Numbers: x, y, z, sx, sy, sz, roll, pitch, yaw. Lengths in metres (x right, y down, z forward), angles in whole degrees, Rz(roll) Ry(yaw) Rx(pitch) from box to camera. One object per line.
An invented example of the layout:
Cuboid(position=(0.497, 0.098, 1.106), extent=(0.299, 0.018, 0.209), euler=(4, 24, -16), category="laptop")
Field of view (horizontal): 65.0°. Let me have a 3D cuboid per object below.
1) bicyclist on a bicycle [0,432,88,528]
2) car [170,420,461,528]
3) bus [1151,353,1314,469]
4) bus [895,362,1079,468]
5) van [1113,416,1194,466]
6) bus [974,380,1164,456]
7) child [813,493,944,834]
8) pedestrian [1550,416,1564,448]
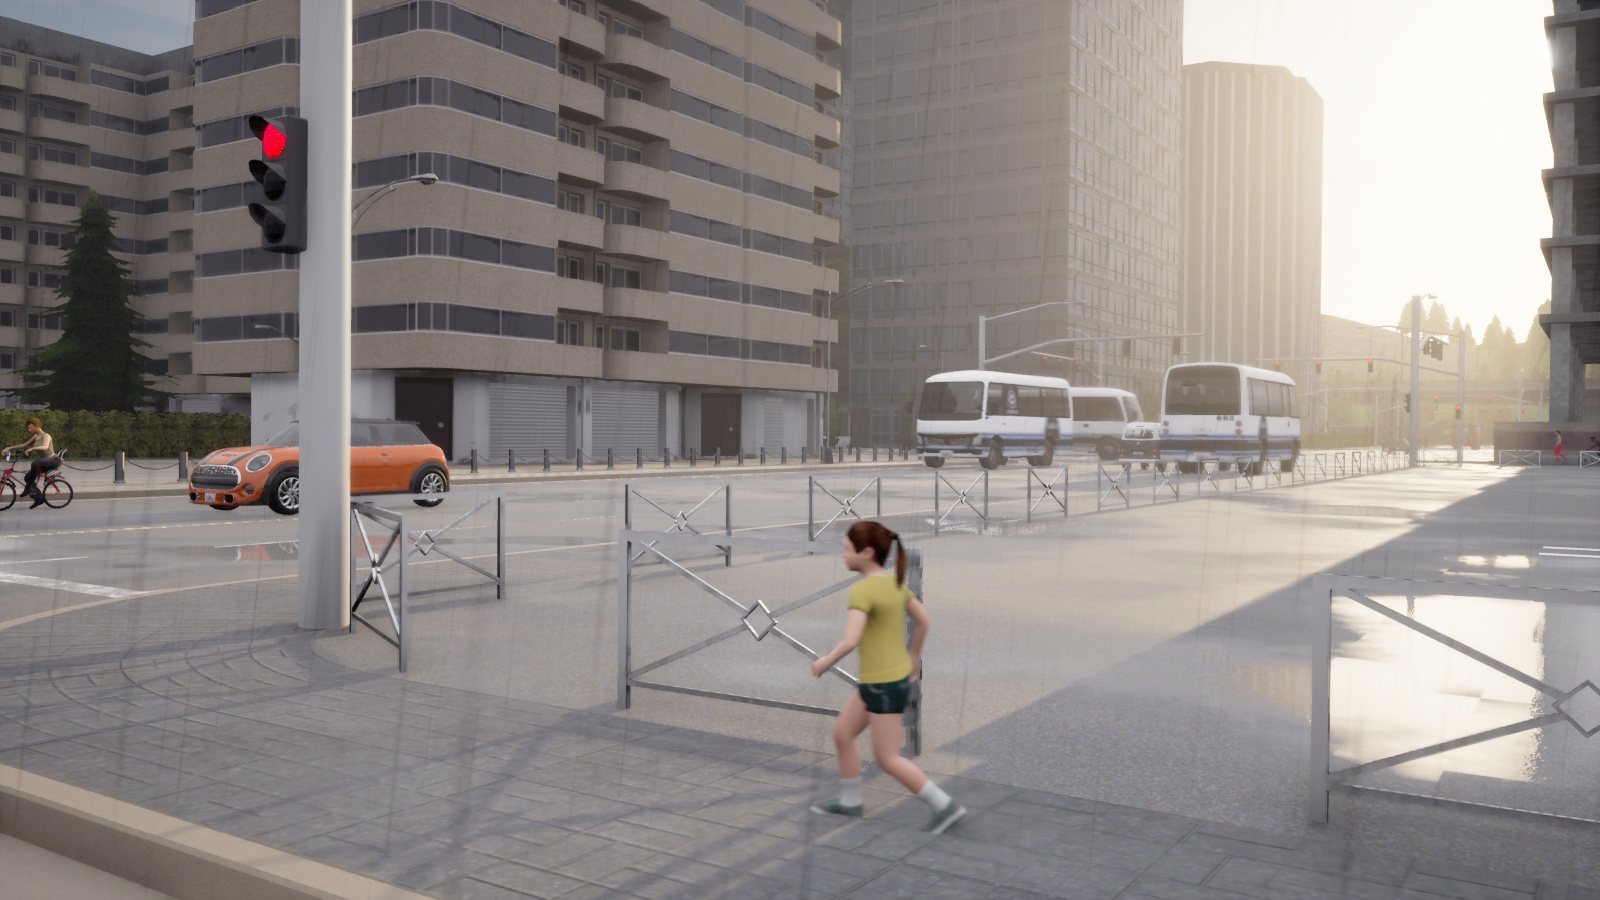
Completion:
Cuboid(position=(-13.460, 0.490, 21.949), extent=(0.866, 1.612, 1.509), euler=(0, 1, 33), category="bicyclist on a bicycle")
Cuboid(position=(-8.683, 0.356, 22.910), extent=(2.097, 1.767, 4.553), euler=(0, 1, 33), category="car")
Cuboid(position=(17.821, -1.504, 51.114), extent=(3.944, 4.253, 10.273), euler=(0, 1, 33), category="bus")
Cuboid(position=(8.566, -1.488, 56.019), extent=(3.944, 4.253, 10.273), euler=(0, 1, 35), category="bus")
Cuboid(position=(15.001, -0.407, 53.198), extent=(2.069, 2.038, 4.480), euler=(0, 1, 33), category="van")
Cuboid(position=(15.845, -1.847, 74.437), extent=(10.273, 4.253, 3.944), euler=(0, 1, 32), category="bus")
Cuboid(position=(0.272, 0.709, 4.301), extent=(0.394, 1.110, 0.255), euler=(0, 1, 16), category="child")
Cuboid(position=(43.013, -1.031, 71.327), extent=(0.594, 1.836, 0.345), euler=(0, 1, 16), category="pedestrian")
